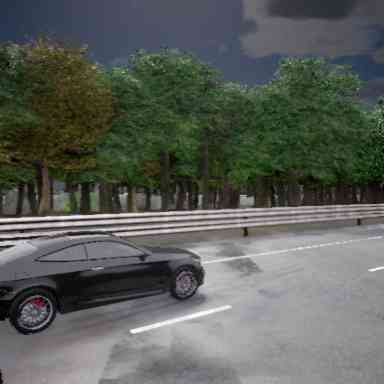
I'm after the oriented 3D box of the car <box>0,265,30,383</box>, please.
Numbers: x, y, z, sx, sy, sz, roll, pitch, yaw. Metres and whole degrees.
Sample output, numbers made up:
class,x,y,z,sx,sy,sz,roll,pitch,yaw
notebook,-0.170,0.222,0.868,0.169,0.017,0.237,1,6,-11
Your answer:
class,x,y,z,sx,sy,sz,roll,pitch,yaw
car,-3.546,1.472,1.253,5.008,1.535,1.882,0,0,-36

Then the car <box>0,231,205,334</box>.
class,x,y,z,sx,sy,sz,roll,pitch,yaw
car,-1.914,1.516,6.692,4.674,1.442,1.812,0,0,-35
